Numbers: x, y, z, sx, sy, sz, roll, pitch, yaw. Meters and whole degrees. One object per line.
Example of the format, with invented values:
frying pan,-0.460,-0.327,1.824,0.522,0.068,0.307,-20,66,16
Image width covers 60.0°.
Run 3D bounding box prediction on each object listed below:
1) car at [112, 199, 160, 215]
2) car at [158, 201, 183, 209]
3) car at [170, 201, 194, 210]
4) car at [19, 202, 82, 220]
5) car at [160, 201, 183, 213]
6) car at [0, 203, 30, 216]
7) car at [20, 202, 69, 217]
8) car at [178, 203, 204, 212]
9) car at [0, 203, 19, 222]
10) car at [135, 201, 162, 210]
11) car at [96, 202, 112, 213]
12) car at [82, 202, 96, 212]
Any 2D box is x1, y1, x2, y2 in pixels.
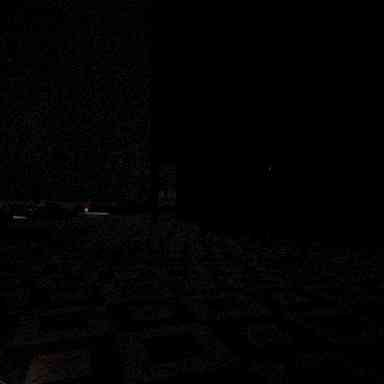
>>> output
car,-6.660,1.792,40.015,2.192,1.841,5.009,-1,-2,35
car,-3.770,2.306,58.748,2.008,1.369,4.403,-1,-2,35
car,-1.705,2.316,56.882,1.994,1.385,4.181,0,-1,36
car,-13.112,1.824,30.956,1.752,1.417,4.829,-1,-2,35
car,-3.383,2.114,44.604,1.887,1.381,4.507,-1,-2,35
car,-20.147,1.842,35.772,2.008,1.369,4.403,-1,-1,35
car,-16.181,1.867,36.728,1.812,1.442,4.674,0,-1,36
car,-0.103,2.246,49.204,1.802,1.307,4.206,-1,-2,36
car,-16.486,1.775,26.222,1.947,1.339,4.313,-1,-2,35
car,-7.045,2.210,54.153,2.008,1.369,4.403,-1,-2,35
car,-10.180,2.033,45.129,1.812,1.442,4.674,0,-1,36
car,-13.596,2.016,44.963,1.887,1.381,4.507,-1,-2,35
